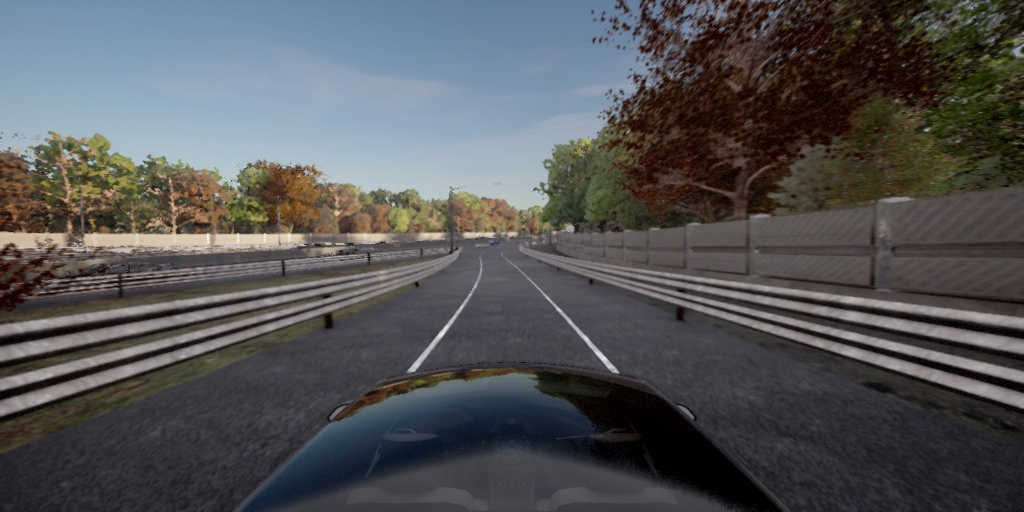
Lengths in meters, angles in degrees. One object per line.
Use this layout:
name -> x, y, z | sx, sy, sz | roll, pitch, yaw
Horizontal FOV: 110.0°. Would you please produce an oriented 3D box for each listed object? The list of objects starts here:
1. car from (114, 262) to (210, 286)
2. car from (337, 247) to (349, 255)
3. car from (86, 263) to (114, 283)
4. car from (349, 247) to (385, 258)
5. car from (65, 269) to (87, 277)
car -> -25.551, 1.235, 26.808 | 2.128, 1.511, 4.902 | 1, 4, 20
car -> -23.521, -0.545, 52.991 | 1.837, 1.490, 4.892 | 1, 4, 20
car -> -28.869, 1.196, 27.922 | 1.837, 1.490, 4.892 | 1, 4, 20
car -> -20.313, -0.485, 51.574 | 2.128, 1.511, 4.902 | 1, 4, 20
car -> -32.197, 1.238, 29.023 | 1.895, 1.301, 4.718 | 1, 4, 20
